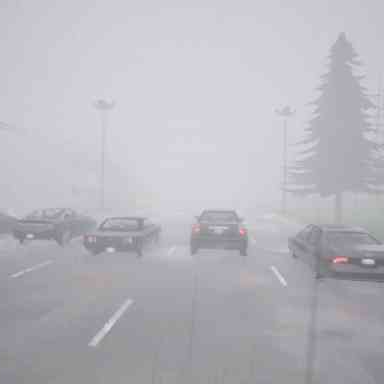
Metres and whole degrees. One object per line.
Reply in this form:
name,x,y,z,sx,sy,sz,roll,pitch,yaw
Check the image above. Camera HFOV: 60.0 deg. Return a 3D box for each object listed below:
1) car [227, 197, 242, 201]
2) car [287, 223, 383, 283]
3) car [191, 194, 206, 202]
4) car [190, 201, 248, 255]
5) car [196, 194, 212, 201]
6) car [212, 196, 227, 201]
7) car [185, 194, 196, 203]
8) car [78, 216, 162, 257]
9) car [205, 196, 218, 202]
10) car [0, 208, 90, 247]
car,9.839,2.054,77.121,2.033,1.411,5.357,1,0,7
car,4.319,1.675,10.210,2.033,1.411,5.357,1,0,5
car,1.669,1.628,89.035,2.150,2.045,5.566,1,0,21
car,1.138,1.432,13.907,2.097,1.767,4.553,1,0,5
car,2.949,1.611,78.487,2.150,2.045,5.566,1,0,7
car,6.390,1.805,77.770,2.097,1.767,4.553,1,0,7
car,-0.508,1.847,79.143,2.128,1.511,4.902,1,0,7
car,-2.450,1.609,13.063,1.895,1.301,4.718,1,0,5
car,5.227,1.828,88.661,1.837,1.490,4.892,1,0,21
car,-5.812,1.442,14.785,2.128,1.511,4.902,1,0,5
